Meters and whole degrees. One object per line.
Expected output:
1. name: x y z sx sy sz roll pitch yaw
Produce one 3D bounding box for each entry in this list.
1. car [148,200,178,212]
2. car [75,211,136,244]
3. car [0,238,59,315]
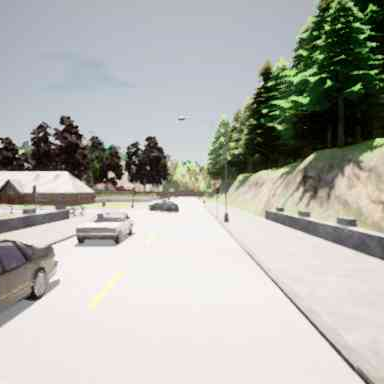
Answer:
1. car: -3.480 1.682 39.889 1.994 1.385 4.181 1 0 -41
2. car: -4.064 1.649 16.239 1.895 1.301 4.718 0 0 0
3. car: -4.094 1.565 5.711 2.033 1.411 5.357 0 0 0
